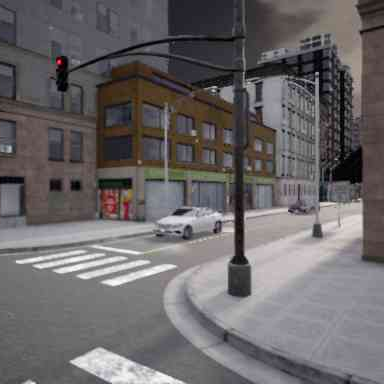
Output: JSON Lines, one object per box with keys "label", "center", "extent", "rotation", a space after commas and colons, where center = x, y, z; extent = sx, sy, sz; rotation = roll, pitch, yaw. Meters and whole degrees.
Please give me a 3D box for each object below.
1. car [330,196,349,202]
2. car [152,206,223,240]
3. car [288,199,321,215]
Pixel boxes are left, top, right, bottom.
{"label": "car", "center": [20.244, 0.910, 45.422], "extent": [1.837, 1.490, 4.892], "rotation": [0, 0, 35]}
{"label": "car", "center": [-0.050, 1.466, 17.063], "extent": [1.812, 1.442, 4.674], "rotation": [0, 0, 34]}
{"label": "car", "center": [11.188, 1.406, 32.852], "extent": [2.033, 1.411, 5.357], "rotation": [0, 0, 35]}
